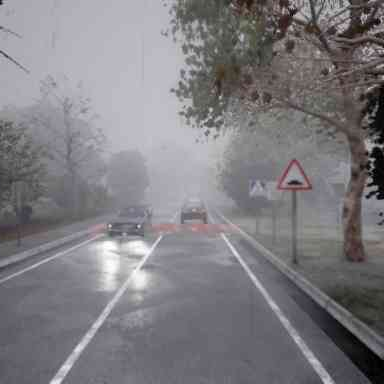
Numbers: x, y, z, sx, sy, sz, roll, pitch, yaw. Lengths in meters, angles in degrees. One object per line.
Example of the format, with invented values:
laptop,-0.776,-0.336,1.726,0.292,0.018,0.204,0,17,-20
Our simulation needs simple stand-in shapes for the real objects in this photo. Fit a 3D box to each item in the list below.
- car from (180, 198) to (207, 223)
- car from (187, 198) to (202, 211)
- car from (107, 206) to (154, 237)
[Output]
car,0.126,1.491,23.893,2.033,1.411,5.357,0,-6,0
car,0.354,1.476,41.533,1.812,1.442,4.674,0,0,2
car,-3.319,1.534,18.558,1.895,1.301,4.718,0,6,0
